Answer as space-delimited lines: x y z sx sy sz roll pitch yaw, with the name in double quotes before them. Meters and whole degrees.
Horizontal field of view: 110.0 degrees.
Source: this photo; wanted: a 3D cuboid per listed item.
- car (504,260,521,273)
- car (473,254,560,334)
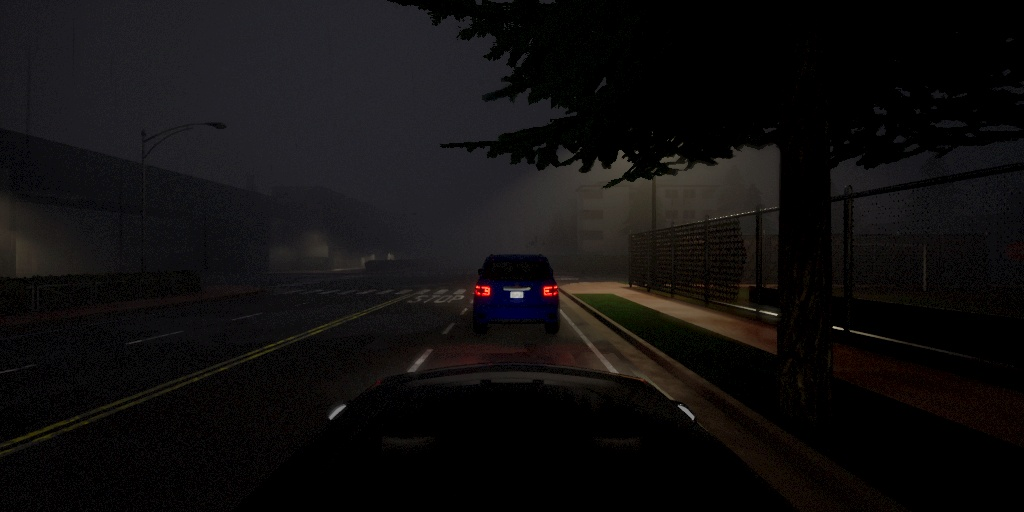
"car" 0.027 1.242 45.664 2.128 1.511 4.902 0 0 0
"car" 0.116 0.972 10.798 2.150 2.045 5.566 0 0 0
